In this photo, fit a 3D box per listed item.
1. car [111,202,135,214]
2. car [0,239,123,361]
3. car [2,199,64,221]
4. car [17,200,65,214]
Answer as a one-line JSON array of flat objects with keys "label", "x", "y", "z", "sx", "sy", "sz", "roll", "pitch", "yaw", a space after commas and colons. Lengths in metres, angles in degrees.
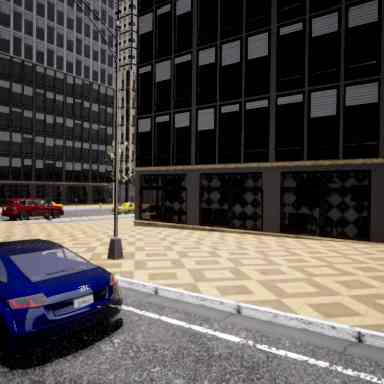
[{"label": "car", "x": -7.071, "y": 1.830, "z": 38.420, "sx": 1.752, "sy": 1.417, "sz": 4.829, "roll": 1, "pitch": 0, "yaw": 36}, {"label": "car", "x": -3.235, "y": 1.561, "z": 5.973, "sx": 4.181, "sy": 1.385, "sz": 1.994, "roll": 0, "pitch": 0, "yaw": 34}, {"label": "car", "x": -13.835, "y": 1.520, "z": 29.184, "sx": 2.192, "sy": 1.841, "sz": 5.009, "roll": 1, "pitch": 0, "yaw": 36}, {"label": "car", "x": -17.367, "y": 1.643, "z": 38.546, "sx": 1.752, "sy": 1.417, "sz": 4.829, "roll": 1, "pitch": 0, "yaw": 36}]
